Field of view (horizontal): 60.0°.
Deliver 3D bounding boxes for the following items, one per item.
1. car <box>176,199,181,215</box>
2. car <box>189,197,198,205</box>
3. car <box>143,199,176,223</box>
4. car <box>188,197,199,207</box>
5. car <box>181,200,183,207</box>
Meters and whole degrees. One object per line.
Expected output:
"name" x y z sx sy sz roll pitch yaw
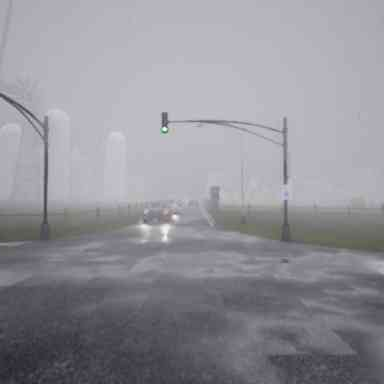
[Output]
"car" -2.684 1.619 38.160 2.097 1.767 4.553 0 0 0
"car" 0.314 1.834 69.553 1.837 1.490 4.892 0 0 0
"car" -2.761 1.546 27.788 2.097 1.767 4.553 0 0 1
"car" 0.261 1.913 59.130 2.128 1.511 4.902 0 0 0
"car" -2.502 1.966 58.658 2.033 1.411 5.357 0 0 1
